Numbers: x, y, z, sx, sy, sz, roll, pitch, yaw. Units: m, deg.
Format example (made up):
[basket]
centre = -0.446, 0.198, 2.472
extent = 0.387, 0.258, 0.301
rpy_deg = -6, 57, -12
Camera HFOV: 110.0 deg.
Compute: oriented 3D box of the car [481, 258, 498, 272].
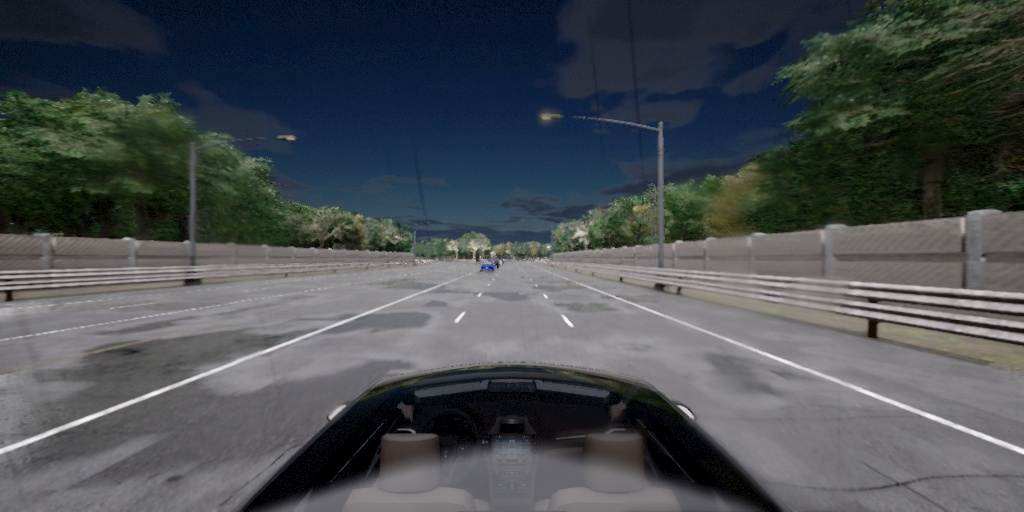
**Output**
[car]
centre = -3.503, 1.507, 52.578
extent = 1.882, 1.535, 5.008
rpy_deg = 0, 0, 0
